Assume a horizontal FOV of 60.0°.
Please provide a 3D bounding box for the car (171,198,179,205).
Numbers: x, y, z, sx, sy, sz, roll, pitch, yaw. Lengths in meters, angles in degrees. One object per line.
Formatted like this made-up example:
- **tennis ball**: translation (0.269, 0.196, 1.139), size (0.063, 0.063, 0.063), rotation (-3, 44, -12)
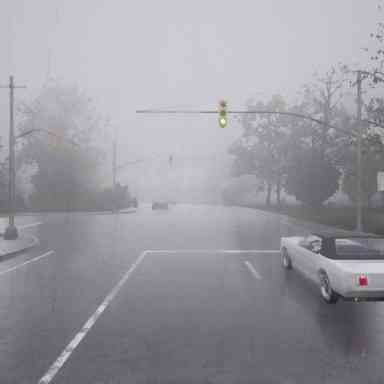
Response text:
- **car**: translation (-4.942, 2.248, 73.752), size (1.895, 1.301, 4.718), rotation (0, -1, -19)

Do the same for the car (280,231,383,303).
- **car**: translation (3.602, 1.601, 8.129), size (1.895, 1.301, 4.718), rotation (0, 0, 0)

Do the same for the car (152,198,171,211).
- **car**: translation (-4.002, 1.546, 42.566), size (1.882, 1.535, 5.008), rotation (0, -1, -3)

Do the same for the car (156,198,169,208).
- **car**: translation (-4.715, 1.681, 52.448), size (1.882, 1.535, 5.008), rotation (0, -1, -6)

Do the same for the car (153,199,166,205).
- **car**: translation (-8.196, 2.461, 83.078), size (1.895, 1.301, 4.718), rotation (0, -1, -25)

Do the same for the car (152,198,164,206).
- **car**: translation (-6.798, 2.010, 66.515), size (1.837, 1.490, 4.892), rotation (0, -1, -11)
